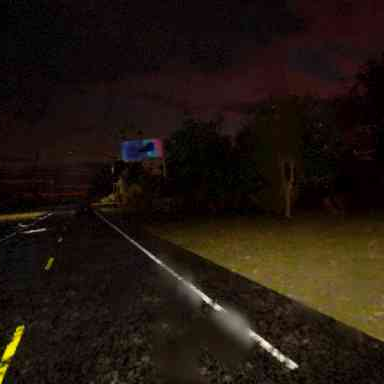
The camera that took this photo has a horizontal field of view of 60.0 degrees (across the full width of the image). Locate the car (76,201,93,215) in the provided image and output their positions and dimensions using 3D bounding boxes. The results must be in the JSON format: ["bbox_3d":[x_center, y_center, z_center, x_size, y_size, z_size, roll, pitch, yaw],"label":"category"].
[{"bbox_3d":[-15.703,2.312,48.438,2.097,1.767,4.553,-4,0,-18],"label":"car"}]

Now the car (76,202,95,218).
[{"bbox_3d":[-13.253,2.162,41.333,2.097,1.767,4.553,-4,0,-19],"label":"car"}]
